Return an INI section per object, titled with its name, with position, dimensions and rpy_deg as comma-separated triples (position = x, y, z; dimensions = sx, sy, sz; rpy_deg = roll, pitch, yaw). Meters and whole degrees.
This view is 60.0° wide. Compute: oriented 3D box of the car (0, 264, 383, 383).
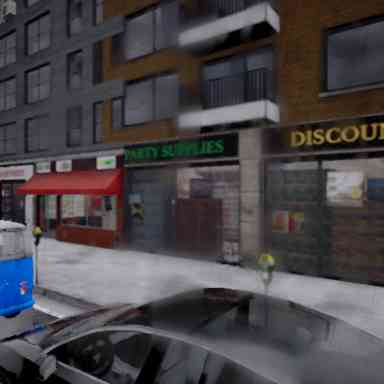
[car]
position = -0.079, 1.565, 2.867
dimensions = 4.313, 1.339, 1.947
rpy_deg = 0, 0, 36

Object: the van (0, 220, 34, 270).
[van]
position = -4.564, 1.339, 6.068
dimensions = 3.998, 1.788, 1.690
rpy_deg = 0, 0, 36
